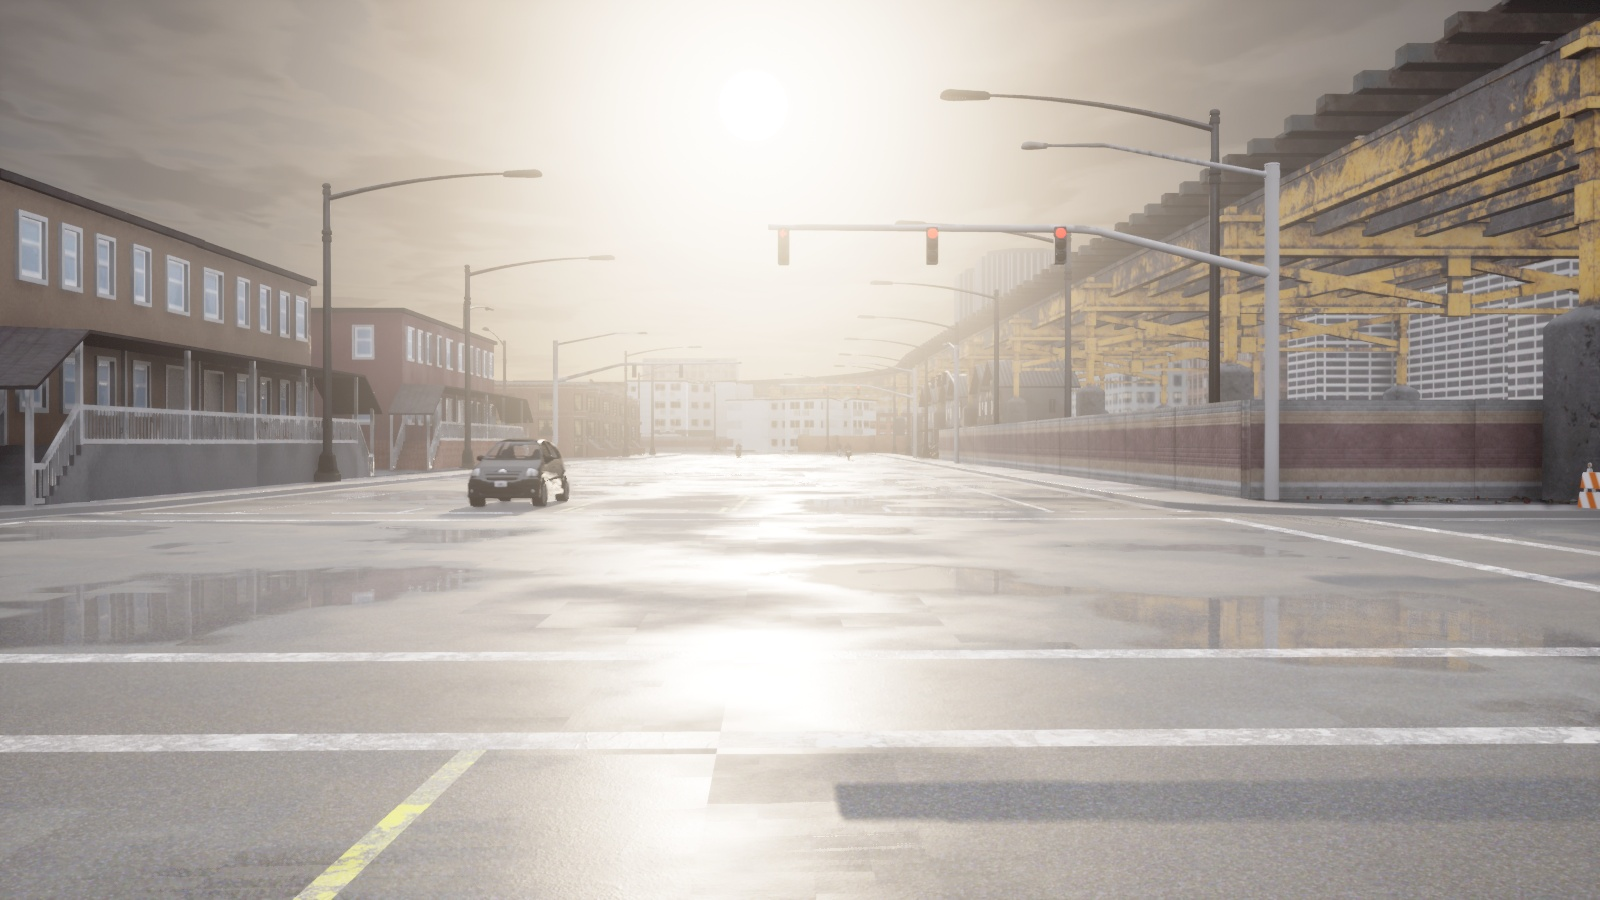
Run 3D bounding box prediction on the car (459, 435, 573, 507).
[{"bbox_3d":[-6.810,0.467,30.556,1.851,1.617,3.988,0,0,0],"label":"car"}]
